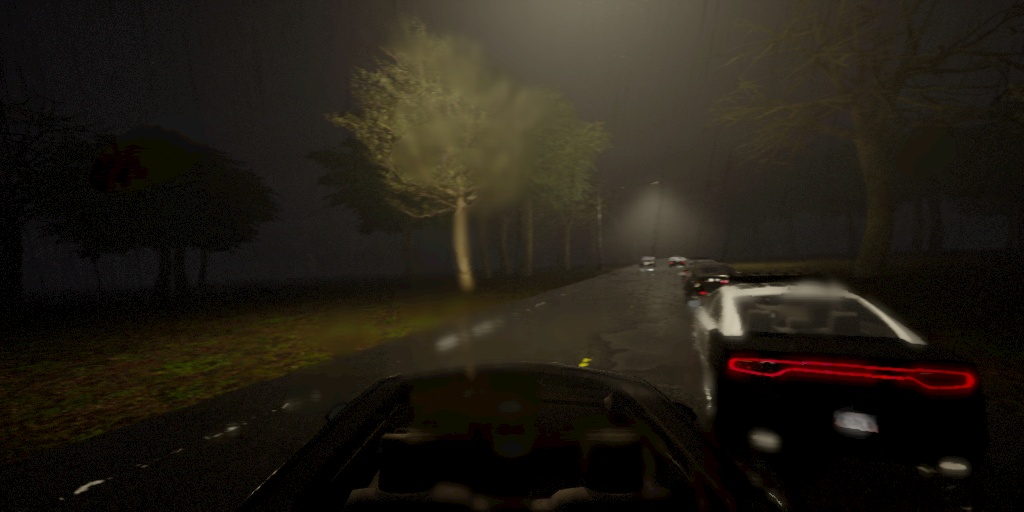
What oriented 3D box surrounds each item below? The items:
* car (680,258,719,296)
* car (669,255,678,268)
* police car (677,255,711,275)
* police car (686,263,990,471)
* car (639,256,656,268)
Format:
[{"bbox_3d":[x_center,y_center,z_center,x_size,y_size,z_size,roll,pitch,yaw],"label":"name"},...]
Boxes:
[{"bbox_3d":[7.815,1.014,14.137,1.837,1.490,4.892,-2,0,24],"label":"car"},{"bbox_3d":[20.713,0.789,44.896,1.895,1.301,4.718,-2,0,25],"label":"car"},{"bbox_3d":[10.339,0.865,19.700,1.930,1.638,5.238,-2,0,24],"label":"police car"},{"bbox_3d":[3.721,1.046,5.131,1.930,1.638,5.238,-2,0,24],"label":"police car"},{"bbox_3d":[18.169,0.798,47.924,2.128,1.511,4.902,-2,0,24],"label":"car"}]
